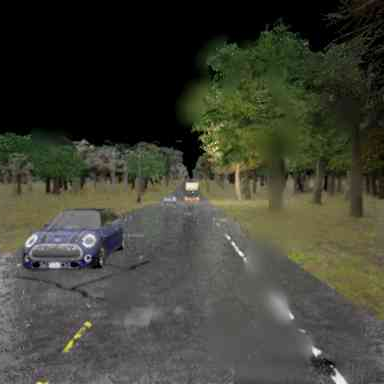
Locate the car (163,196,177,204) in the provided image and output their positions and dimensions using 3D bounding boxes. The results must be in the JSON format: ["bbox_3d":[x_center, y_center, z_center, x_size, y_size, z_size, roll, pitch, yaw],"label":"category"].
[{"bbox_3d":[-3.543,1.279,53.921,1.895,1.301,4.718,0,1,1],"label":"car"}]

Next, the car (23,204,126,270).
[{"bbox_3d":[-3.597,1.321,10.969,2.097,1.767,4.553,0,0,0],"label":"car"}]

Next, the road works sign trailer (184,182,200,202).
[{"bbox_3d":[0.013,-0.003,62.220,2.380,3.560,2.880,0,1,0],"label":"road works sign trailer"}]
